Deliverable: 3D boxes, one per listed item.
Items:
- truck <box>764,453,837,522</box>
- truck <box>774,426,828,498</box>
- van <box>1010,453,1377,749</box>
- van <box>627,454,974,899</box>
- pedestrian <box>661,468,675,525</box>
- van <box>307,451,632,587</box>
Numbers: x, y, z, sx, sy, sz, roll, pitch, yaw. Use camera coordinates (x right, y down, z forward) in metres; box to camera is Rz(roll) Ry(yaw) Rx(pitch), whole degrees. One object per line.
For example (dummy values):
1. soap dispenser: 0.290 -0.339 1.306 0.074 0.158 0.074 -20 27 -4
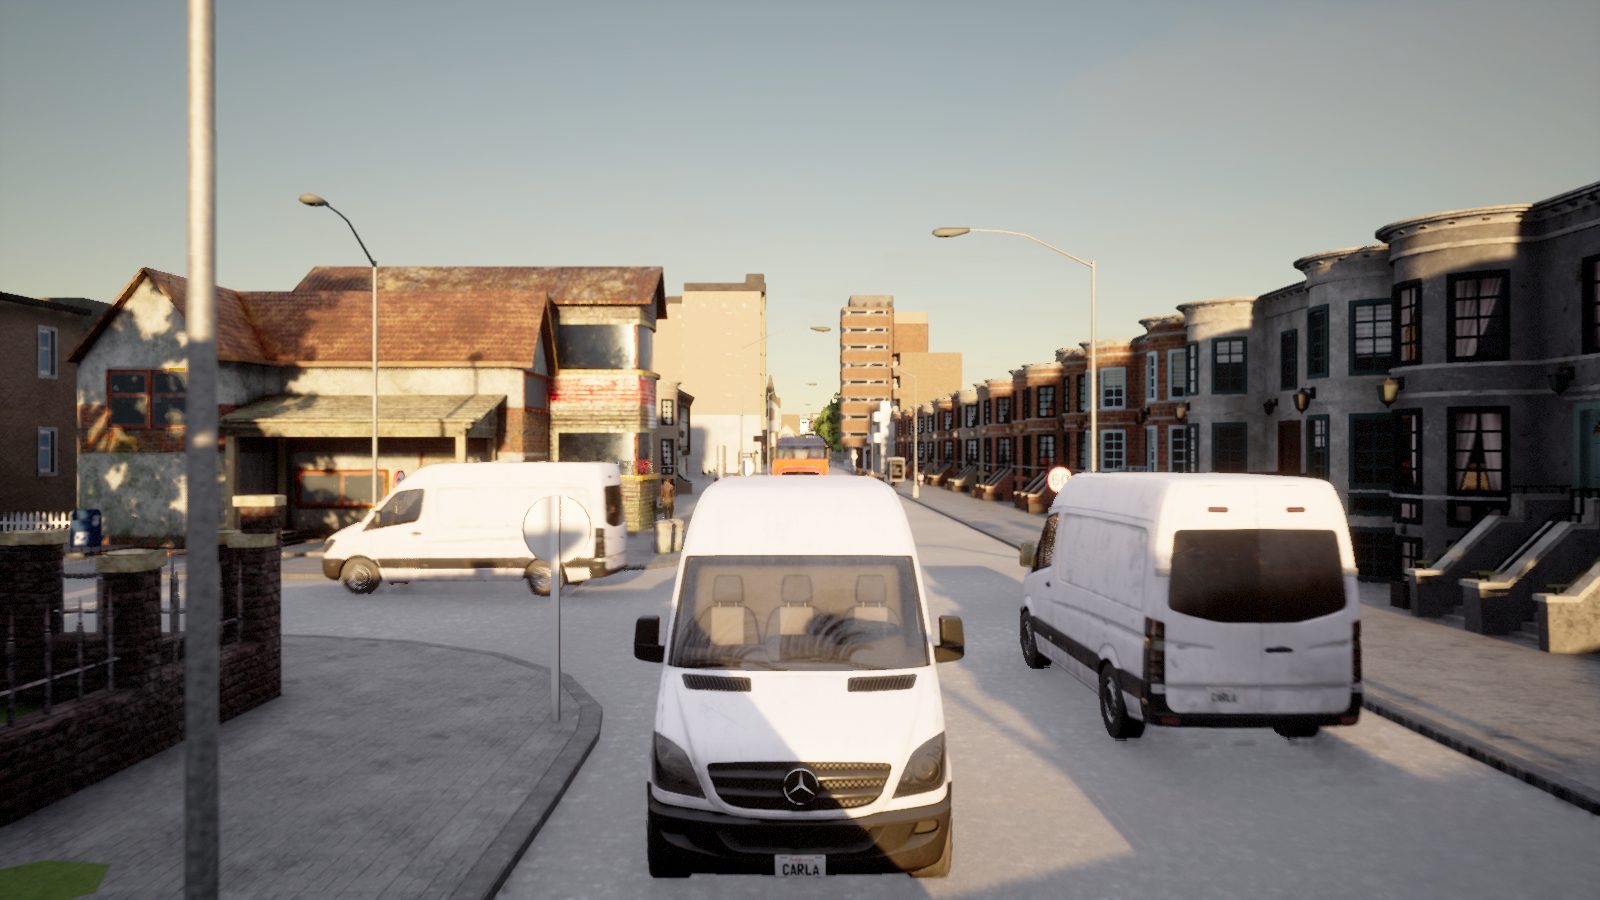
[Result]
1. truck: 0.016 1.346 43.777 2.627 2.467 5.204 0 0 0
2. truck: 0.039 0.665 65.757 2.891 3.827 8.468 0 0 0
3. van: 3.957 1.313 12.869 1.988 2.561 5.915 0 0 -1
4. van: 0.002 1.315 9.513 1.988 2.561 5.915 0 0 0
5. pedestrian: -4.372 1.524 37.733 0.375 1.860 0.375 0 0 8
6. van: -6.505 1.313 22.862 5.915 2.561 1.988 0 0 5
